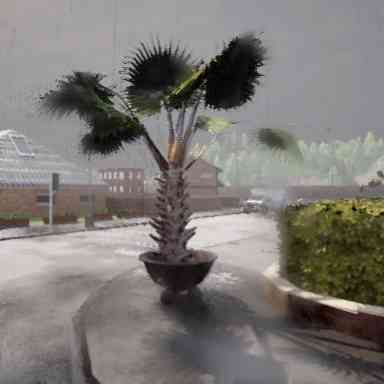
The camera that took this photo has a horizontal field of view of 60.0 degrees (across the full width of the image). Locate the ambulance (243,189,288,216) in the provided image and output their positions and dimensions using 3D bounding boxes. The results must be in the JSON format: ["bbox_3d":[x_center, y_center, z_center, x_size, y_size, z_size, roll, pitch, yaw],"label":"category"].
[{"bbox_3d":[7.166,0.896,32.159,2.351,2.431,6.366,1,0,35],"label":"ambulance"}]
